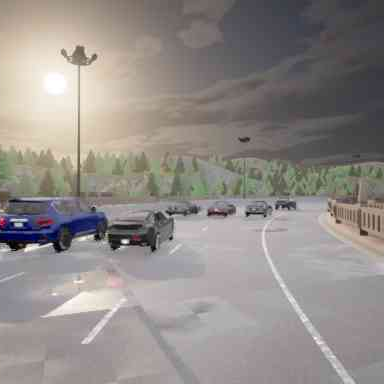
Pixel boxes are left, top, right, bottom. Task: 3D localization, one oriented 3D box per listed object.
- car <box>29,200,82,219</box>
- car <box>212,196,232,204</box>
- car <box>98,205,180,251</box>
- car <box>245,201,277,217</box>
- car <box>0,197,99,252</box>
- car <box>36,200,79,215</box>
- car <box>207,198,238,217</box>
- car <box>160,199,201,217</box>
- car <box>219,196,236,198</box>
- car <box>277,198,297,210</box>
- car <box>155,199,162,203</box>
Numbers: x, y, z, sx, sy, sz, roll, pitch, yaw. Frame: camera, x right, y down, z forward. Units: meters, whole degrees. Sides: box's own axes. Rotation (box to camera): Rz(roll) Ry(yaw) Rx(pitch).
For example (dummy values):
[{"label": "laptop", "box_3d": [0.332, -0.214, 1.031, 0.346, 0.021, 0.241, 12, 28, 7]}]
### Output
[{"label": "car", "box_3d": [-12.479, 1.567, 30.780, 1.837, 1.490, 4.892, -1, 0, 19]}, {"label": "car", "box_3d": [6.438, 1.690, 70.458, 1.812, 1.442, 4.674, -1, -1, 42]}, {"label": "car", "box_3d": [-1.999, 1.512, 14.274, 1.837, 1.490, 4.892, 0, 0, 9]}, {"label": "car", "box_3d": [6.293, 1.542, 30.941, 2.033, 1.411, 5.357, 0, 0, 22]}, {"label": "car", "box_3d": [-5.584, 1.235, 14.214, 2.150, 2.045, 5.566, 0, 0, 9]}, {"label": "car", "box_3d": [-14.413, 1.647, 35.799, 1.994, 1.385, 4.181, 0, 0, 20]}, {"label": "car", "box_3d": [2.917, 1.574, 31.752, 1.994, 1.385, 4.181, 0, 0, 21]}, {"label": "car", "box_3d": [-0.771, 1.573, 32.097, 2.033, 1.411, 5.357, 0, 0, 21]}, {"label": "car", "box_3d": [7.364, 1.630, 66.151, 2.128, 1.511, 4.902, -1, -1, 40]}, {"label": "car", "box_3d": [12.082, 1.499, 42.661, 1.837, 1.490, 4.892, 0, 0, 31]}, {"label": "car", "box_3d": [-3.450, 1.617, 43.758, 2.033, 1.411, 5.357, 0, 0, 27]}]
